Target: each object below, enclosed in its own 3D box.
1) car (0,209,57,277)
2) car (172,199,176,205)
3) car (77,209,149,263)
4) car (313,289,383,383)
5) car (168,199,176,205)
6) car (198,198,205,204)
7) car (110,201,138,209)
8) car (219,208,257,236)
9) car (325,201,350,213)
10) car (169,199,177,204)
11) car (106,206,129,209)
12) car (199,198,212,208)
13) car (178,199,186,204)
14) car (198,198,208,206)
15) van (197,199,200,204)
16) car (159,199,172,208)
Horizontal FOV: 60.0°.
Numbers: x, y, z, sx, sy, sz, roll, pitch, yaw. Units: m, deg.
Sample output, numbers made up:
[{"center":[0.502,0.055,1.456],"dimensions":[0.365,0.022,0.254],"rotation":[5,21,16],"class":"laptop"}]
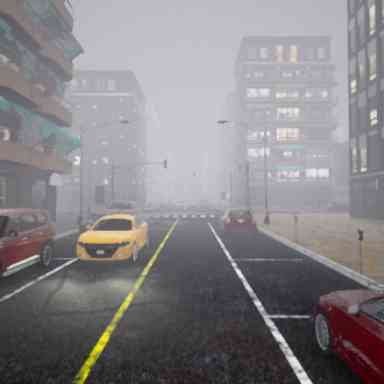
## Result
[{"center":[-5.437,1.421,9.039],"dimensions":[2.192,1.841,5.009],"rotation":[1,-1,0],"class":"car"},{"center":[-5.280,2.562,80.862],"dimensions":[1.802,1.307,4.206],"rotation":[1,-1,0],"class":"car"},{"center":[-2.844,1.627,12.835],"dimensions":[1.882,1.535,5.008],"rotation":[0,-1,0],"class":"car"},{"center":[2.644,1.622,3.316],"dimensions":[1.802,1.307,4.206],"rotation":[1,-1,0],"class":"car"},{"center":[-5.277,2.576,86.351],"dimensions":[1.752,1.417,4.829],"rotation":[1,-1,0],"class":"car"},{"center":[2.606,2.567,92.231],"dimensions":[1.967,1.590,4.097],"rotation":[1,-1,0],"class":"car"},{"center":[-5.432,1.619,25.977],"dimensions":[2.192,1.841,5.009],"rotation":[1,-1,0],"class":"car"},{"center":[2.712,1.676,20.274],"dimensions":[1.967,1.590,4.097],"rotation":[1,-1,0],"class":"car"},{"center":[18.701,1.832,40.975],"dimensions":[4.097,1.590,1.967],"rotation":[0,-1,1],"class":"car"},{"center":[-5.276,2.708,92.177],"dimensions":[1.802,1.307,4.206],"rotation":[1,-1,0],"class":"car"},{"center":[-5.437,1.803,20.328],"dimensions":[1.947,1.339,4.313],"rotation":[1,-1,0],"class":"car"},{"center":[2.724,2.258,61.433],"dimensions":[1.752,1.417,4.829],"rotation":[1,-1,0],"class":"car"},{"center":[-2.720,2.512,88.442],"dimensions":[1.994,1.385,4.181],"rotation":[0,-1,0],"class":"car"},{"center":[2.603,2.295,80.921],"dimensions":[2.192,1.841,5.009],"rotation":[1,-1,0],"class":"car"},{"center":[2.634,2.249,75.268],"dimensions":[1.690,1.788,3.998],"rotation":[1,-1,0],"class":"van"},{"center":[-5.415,2.314,63.891],"dimensions":[2.008,1.369,4.403],"rotation":[1,-1,0],"class":"car"}]
